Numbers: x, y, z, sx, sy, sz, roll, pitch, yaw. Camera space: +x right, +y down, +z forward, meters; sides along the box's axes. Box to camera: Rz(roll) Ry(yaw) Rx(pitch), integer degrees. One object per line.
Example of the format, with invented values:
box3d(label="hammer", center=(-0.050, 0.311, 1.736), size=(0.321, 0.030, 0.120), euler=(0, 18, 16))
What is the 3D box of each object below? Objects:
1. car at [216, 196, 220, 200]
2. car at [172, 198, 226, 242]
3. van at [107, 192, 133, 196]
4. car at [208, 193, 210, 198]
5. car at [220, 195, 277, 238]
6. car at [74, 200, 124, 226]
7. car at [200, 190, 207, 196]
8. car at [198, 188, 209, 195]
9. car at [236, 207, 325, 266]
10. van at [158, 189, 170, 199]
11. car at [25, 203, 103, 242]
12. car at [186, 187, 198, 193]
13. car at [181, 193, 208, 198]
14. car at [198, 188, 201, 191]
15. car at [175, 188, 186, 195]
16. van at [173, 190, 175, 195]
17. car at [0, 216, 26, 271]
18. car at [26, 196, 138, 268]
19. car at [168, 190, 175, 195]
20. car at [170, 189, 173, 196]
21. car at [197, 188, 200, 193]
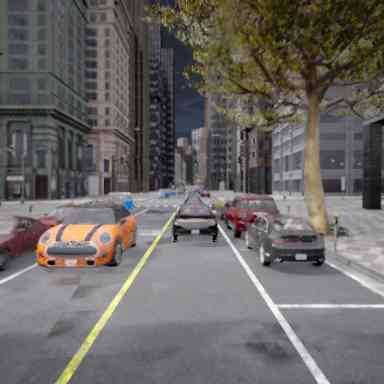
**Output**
box3d(label="car", center=(2.796, 1.212, 21.218), size=(1.887, 1.381, 4.507), euler=(0, 1, 0))
box3d(label="car", center=(0.126, 1.255, 14.977), size=(2.128, 1.511, 4.902), euler=(0, 1, 0))
box3d(label="van", center=(-5.721, 0.928, 26.411), size=(1.690, 1.788, 3.998), euler=(0, 1, 0))
box3d(label="car", center=(2.820, 1.029, 31.967), size=(1.752, 1.417, 4.829), euler=(0, 1, 0))
box3d(label="car", center=(2.786, 1.064, 15.926), size=(2.192, 1.841, 5.009), euler=(0, 1, 0))
box3d(label="car", center=(-5.729, 1.236, 21.002), size=(1.947, 1.339, 4.313), euler=(0, 1, 0))
box3d(label="car", center=(2.918, 0.223, 86.630), size=(1.752, 1.417, 4.829), euler=(0, 1, 0))
box3d(label="car", center=(2.894, 0.484, 69.886), size=(1.887, 1.381, 4.507), euler=(0, 1, 0))
box3d(label="car", center=(2.778, 1.382, 10.641), size=(2.008, 1.369, 4.403), euler=(0, 1, 0))
box3d(label="van", center=(-5.672, 0.360, 64.391), size=(1.690, 1.788, 3.998), euler=(0, 1, 0))
box3d(label="car", center=(-5.738, 1.298, 15.589), size=(1.887, 1.381, 4.507), euler=(0, 1, 0))
box3d(label="car", center=(0.145, 0.149, 86.267), size=(2.128, 1.511, 4.902), euler=(0, 1, 0))
box3d(label="car", center=(0.152, 1.085, 30.767), size=(1.994, 1.385, 4.181), euler=(0, 1, 0))
box3d(label="car", center=(2.902, 0.404, 75.411), size=(1.887, 1.381, 4.507), euler=(0, 1, 0))
box3d(label="car", center=(-2.850, 0.194, 89.416), size=(2.033, 1.411, 5.357), euler=(0, 1, 0))
box3d(label="van", center=(-5.642, 0.120, 80.964), size=(1.690, 1.788, 3.998), euler=(0, 1, 0))
box3d(label="car", center=(-5.747, 1.420, 10.176), size=(1.802, 1.307, 4.206), euler=(0, 1, 0))
box3d(label="car", center=(-3.081, 1.182, 10.700), size=(2.097, 1.767, 4.553), euler=(0, 1, 0))
box3d(label="car", center=(-5.620, 0.202, 92.017), size=(1.802, 1.307, 4.206), euler=(0, 1, 0))
box3d(label="car", center=(-5.661, 0.483, 69.919), size=(1.887, 1.381, 4.507), euler=(0, 1, 0))
box3d(label="car", center=(2.910, 0.324, 80.936), size=(1.887, 1.381, 4.507), euler=(0, 1, 0))
